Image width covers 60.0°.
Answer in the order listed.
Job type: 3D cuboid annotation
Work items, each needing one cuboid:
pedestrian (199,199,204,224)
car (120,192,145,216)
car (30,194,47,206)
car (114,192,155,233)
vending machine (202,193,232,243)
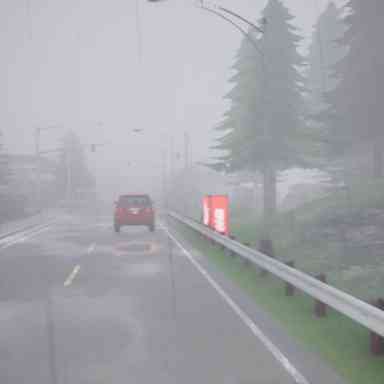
[{"bbox_3d":[0.686,0.870,15.520,0.375,1.300,0.375,0,0,-10],"label":"pedestrian"},{"bbox_3d":[-5.741,1.044,32.223,2.150,2.045,5.566,0,1,-10],"label":"car"},{"bbox_3d":[-24.331,1.252,52.831,1.905,1.878,3.866,0,0,-11],"label":"car"},{"bbox_3d":[-3.413,1.105,19.647,2.150,2.045,5.566,-1,1,-10],"label":"car"},{"bbox_3d":[1.073,1.120,14.648,1.100,2.100,0.880,0,0,-10],"label":"vending machine"}]
